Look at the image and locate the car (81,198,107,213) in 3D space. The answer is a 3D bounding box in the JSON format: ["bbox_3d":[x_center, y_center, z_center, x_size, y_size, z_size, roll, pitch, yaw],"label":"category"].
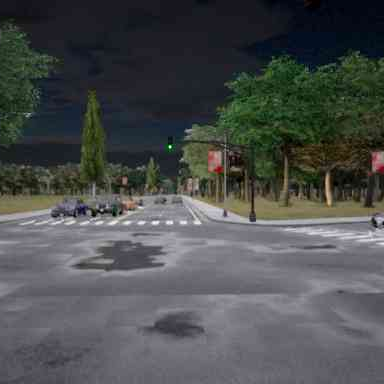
[{"bbox_3d":[-11.580,1.530,39.517,1.837,1.490,4.892,0,0,-2],"label":"car"}]

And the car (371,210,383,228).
[{"bbox_3d":[13.687,1.595,21.382,4.902,1.511,2.128,0,0,-25],"label":"car"}]

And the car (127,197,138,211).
[{"bbox_3d":[-8.407,1.383,41.485,2.097,1.767,4.553,0,0,-2],"label":"car"}]

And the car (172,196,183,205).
[{"bbox_3d":[-2.745,1.560,62.125,2.128,1.511,4.902,0,0,-3],"label":"car"}]

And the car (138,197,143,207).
[{"bbox_3d":[-8.910,1.574,53.589,1.812,1.442,4.674,0,0,-2],"label":"car"}]

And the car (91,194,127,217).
[{"bbox_3d":[-7.986,1.243,31.820,2.150,2.045,5.566,0,0,-2],"label":"car"}]

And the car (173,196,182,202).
[{"bbox_3d":[-3.205,1.521,72.562,1.895,1.301,4.718,0,0,-3],"label":"car"}]

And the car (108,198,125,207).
[{"bbox_3d":[-12.174,1.648,53.747,1.895,1.301,4.718,0,0,-2],"label":"car"}]

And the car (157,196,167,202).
[{"bbox_3d":[-6.452,1.519,72.419,1.895,1.301,4.718,0,0,-3],"label":"car"}]

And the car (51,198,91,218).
[{"bbox_3d":[-11.188,1.371,30.574,2.097,1.767,4.553,0,0,-2],"label":"car"}]

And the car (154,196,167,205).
[{"bbox_3d":[-5.992,1.558,61.982,2.128,1.511,4.902,0,0,-3],"label":"car"}]
